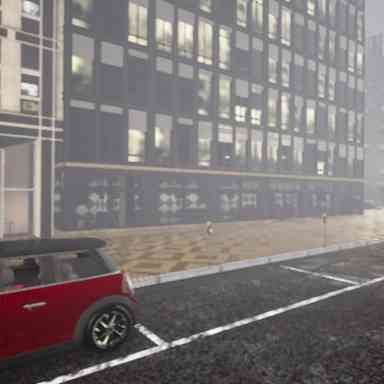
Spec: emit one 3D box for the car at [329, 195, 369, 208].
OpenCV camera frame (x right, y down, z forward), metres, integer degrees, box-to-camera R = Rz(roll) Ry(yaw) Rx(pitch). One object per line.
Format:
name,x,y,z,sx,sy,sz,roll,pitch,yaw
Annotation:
car,23.559,1.360,50.077,2.192,1.841,5.009,0,0,-34

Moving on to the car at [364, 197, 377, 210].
car,19.768,1.260,40.758,2.192,1.841,5.009,0,0,-34

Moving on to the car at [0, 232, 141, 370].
car,-2.863,1.440,4.506,4.097,1.590,1.967,0,1,-35
